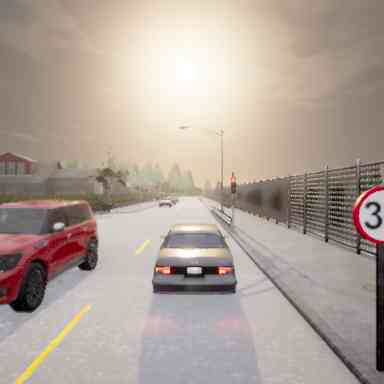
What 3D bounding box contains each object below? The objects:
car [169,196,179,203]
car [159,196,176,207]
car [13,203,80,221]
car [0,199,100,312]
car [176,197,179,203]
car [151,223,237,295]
[{"bbox_3d":[-3.882,1.622,71.590,1.994,1.385,4.181,0,0,0],"label":"car"},{"bbox_3d":[-4.011,1.598,51.742,2.033,1.411,5.357,0,0,0],"label":"car"},{"bbox_3d":[-11.947,1.627,27.419,4.718,1.301,1.895,0,0,4],"label":"car"},{"bbox_3d":[-3.975,1.229,8.090,2.150,2.045,5.566,0,0,2],"label":"car"},{"bbox_3d":[-3.962,1.537,61.586,1.882,1.535,5.008,0,0,0],"label":"car"},{"bbox_3d":[0.068,1.556,8.901,2.033,1.411,5.357,0,0,1],"label":"car"}]
